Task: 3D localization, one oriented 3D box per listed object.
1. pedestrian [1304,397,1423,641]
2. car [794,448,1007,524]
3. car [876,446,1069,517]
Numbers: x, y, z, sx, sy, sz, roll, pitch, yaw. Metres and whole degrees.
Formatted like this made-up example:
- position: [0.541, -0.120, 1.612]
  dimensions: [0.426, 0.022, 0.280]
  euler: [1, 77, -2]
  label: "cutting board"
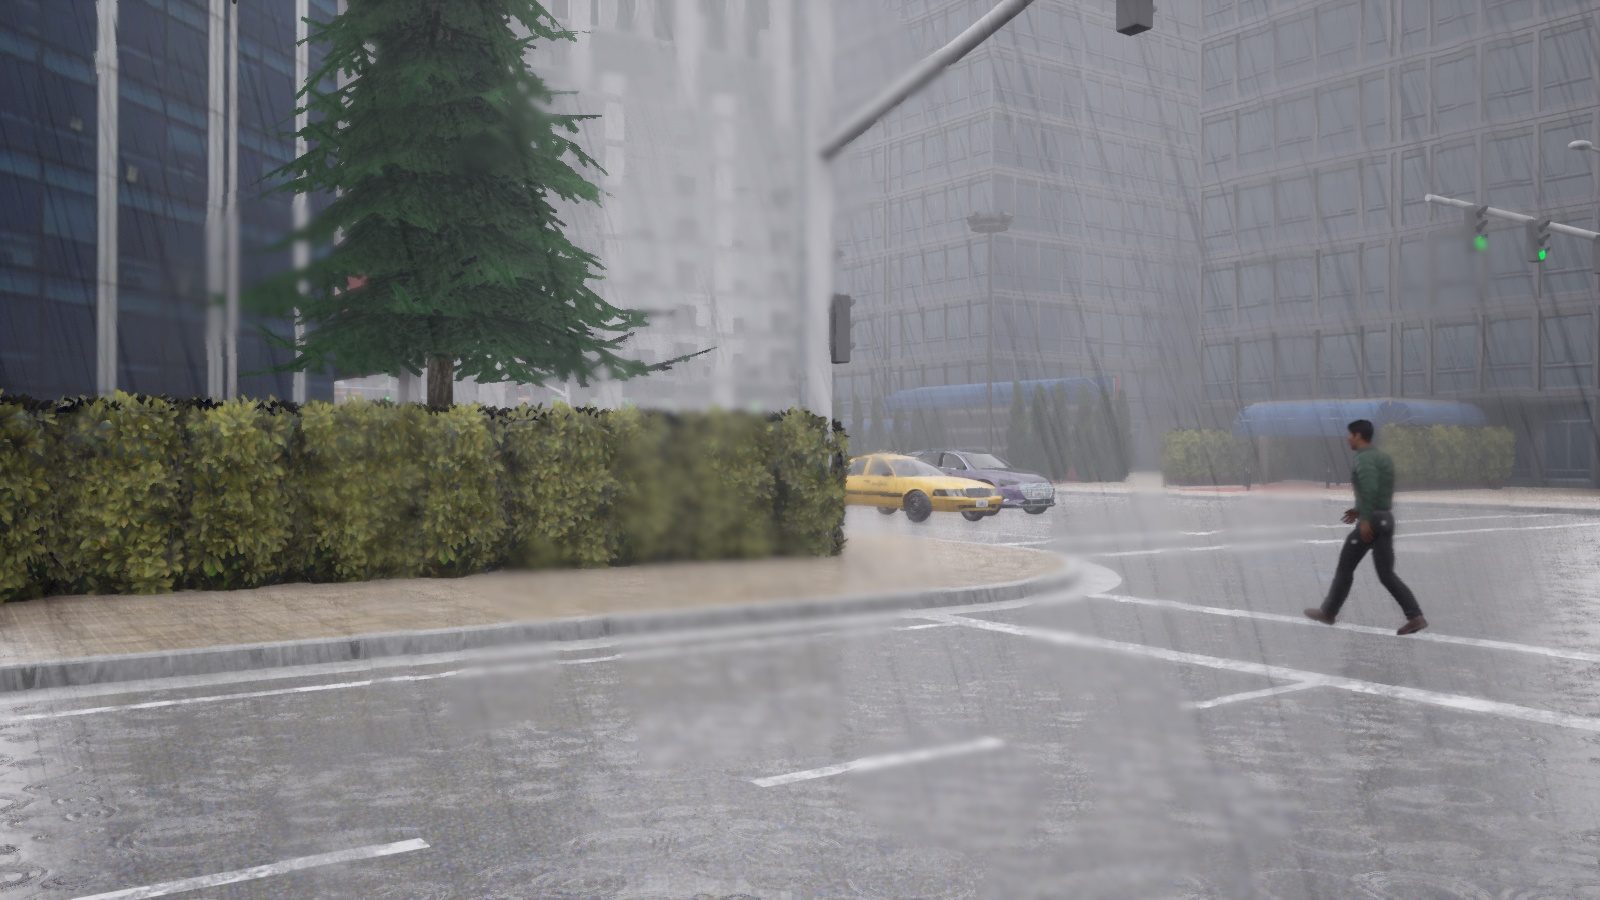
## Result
- position: [4.691, 0.555, 10.475]
  dimensions: [0.423, 1.949, 0.788]
  euler: [0, 0, -35]
  label: "pedestrian"
- position: [2.141, 0.749, 28.553]
  dimensions: [1.801, 1.575, 5.366]
  euler: [0, 0, -35]
  label: "car"
- position: [4.245, 0.743, 31.635]
  dimensions: [2.033, 1.649, 4.856]
  euler: [0, 0, -35]
  label: "car"
